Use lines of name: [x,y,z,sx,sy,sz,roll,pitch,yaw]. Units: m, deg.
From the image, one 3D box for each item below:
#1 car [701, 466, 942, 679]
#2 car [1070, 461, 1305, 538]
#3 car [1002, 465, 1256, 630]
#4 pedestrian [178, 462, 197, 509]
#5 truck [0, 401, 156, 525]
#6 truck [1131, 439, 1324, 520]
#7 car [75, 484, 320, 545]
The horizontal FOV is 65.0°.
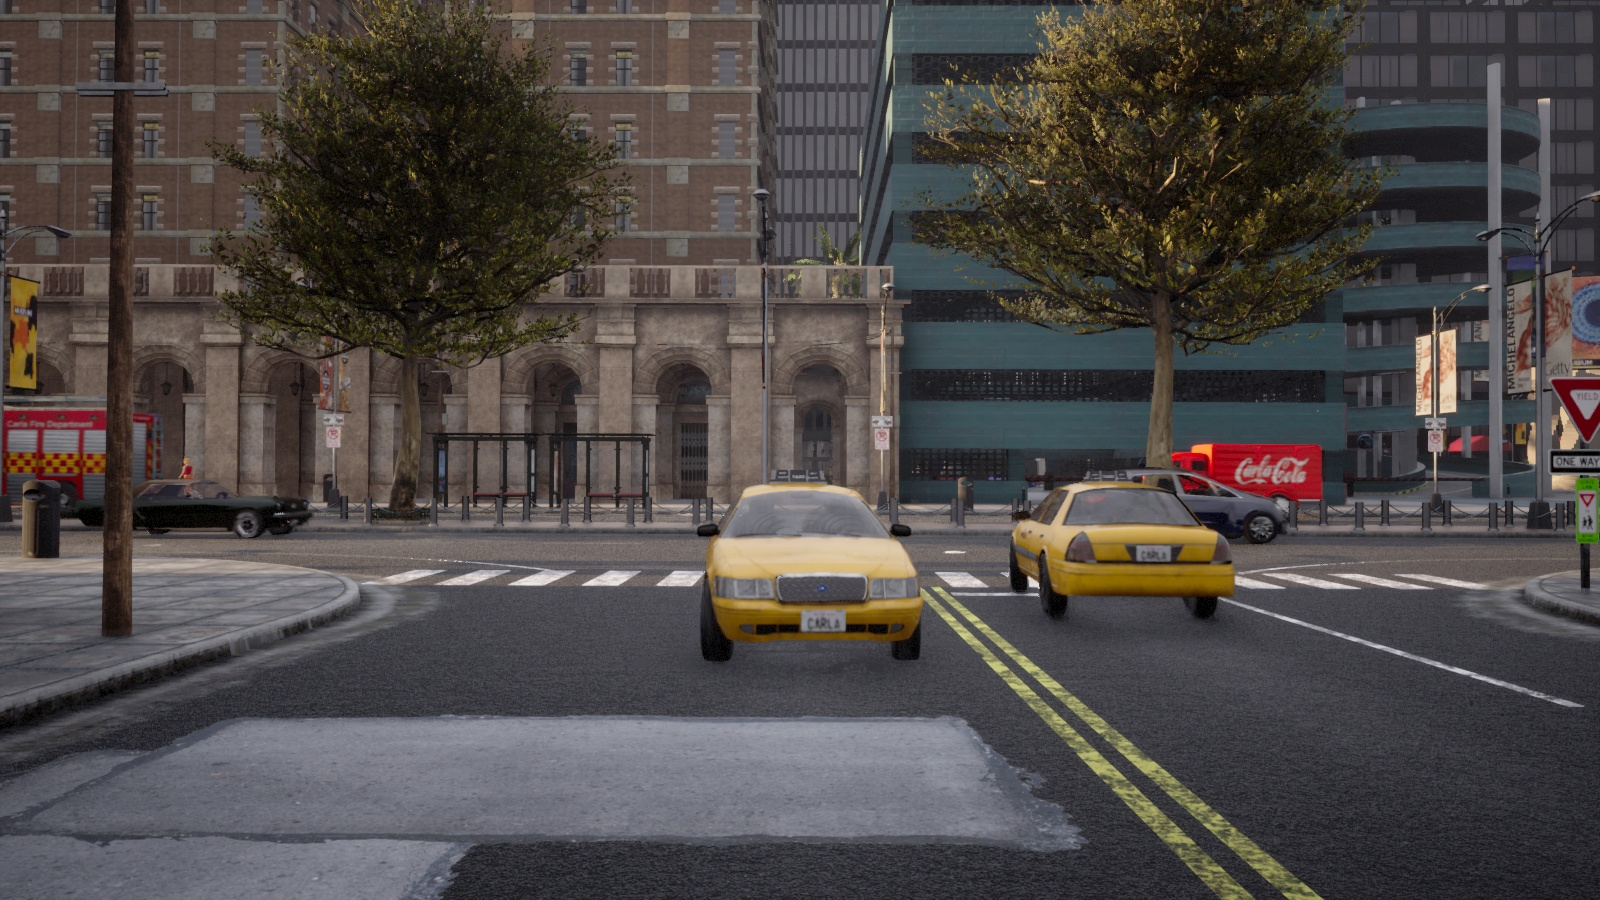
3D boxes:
car: [-0.004,0.956,12.083,1.801,1.575,5.366,0,-1,-4]
car: [8.661,1.100,28.426,4.611,1.667,2.242,0,-1,1]
car: [3.580,0.984,14.703,1.801,1.575,5.366,0,-1,3]
pedestrian: [-24.073,1.395,49.363,0.594,1.836,0.345,-1,-1,20]
truck: [-25.717,0.430,40.416,8.468,3.827,2.891,0,-1,1]
truck: [13.471,0.942,39.864,5.204,2.467,2.627,0,-1,1]
car: [-13.694,1.451,28.731,4.718,1.301,1.895,0,-1,1]
